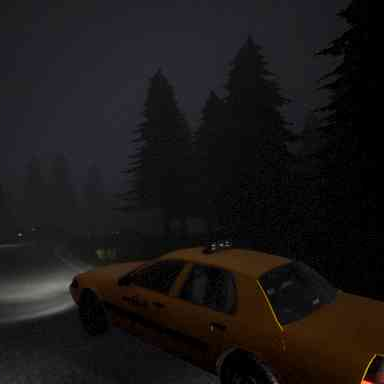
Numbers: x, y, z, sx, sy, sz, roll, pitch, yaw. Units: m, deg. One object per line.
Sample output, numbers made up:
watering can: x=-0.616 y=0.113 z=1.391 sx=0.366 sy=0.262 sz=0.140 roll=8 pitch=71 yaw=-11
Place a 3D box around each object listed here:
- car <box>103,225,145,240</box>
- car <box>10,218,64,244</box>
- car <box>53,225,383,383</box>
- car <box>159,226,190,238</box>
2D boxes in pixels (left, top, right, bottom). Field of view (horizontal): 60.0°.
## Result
car: x=-7.438 y=4.510 z=36.939 sx=2.033 sy=1.411 sz=5.357 roll=-4 pitch=-8 yaw=20
car: x=-12.759 y=3.219 z=28.045 sx=2.150 sy=2.045 sz=5.566 roll=-4 pitch=-7 yaw=7
car: x=0.153 y=1.440 z=4.725 sx=5.366 sy=1.575 sz=1.801 roll=0 pitch=1 yaw=43
car: x=-2.324 y=5.543 z=46.250 sx=1.882 sy=1.535 sz=5.008 roll=-5 pitch=-8 yaw=30
